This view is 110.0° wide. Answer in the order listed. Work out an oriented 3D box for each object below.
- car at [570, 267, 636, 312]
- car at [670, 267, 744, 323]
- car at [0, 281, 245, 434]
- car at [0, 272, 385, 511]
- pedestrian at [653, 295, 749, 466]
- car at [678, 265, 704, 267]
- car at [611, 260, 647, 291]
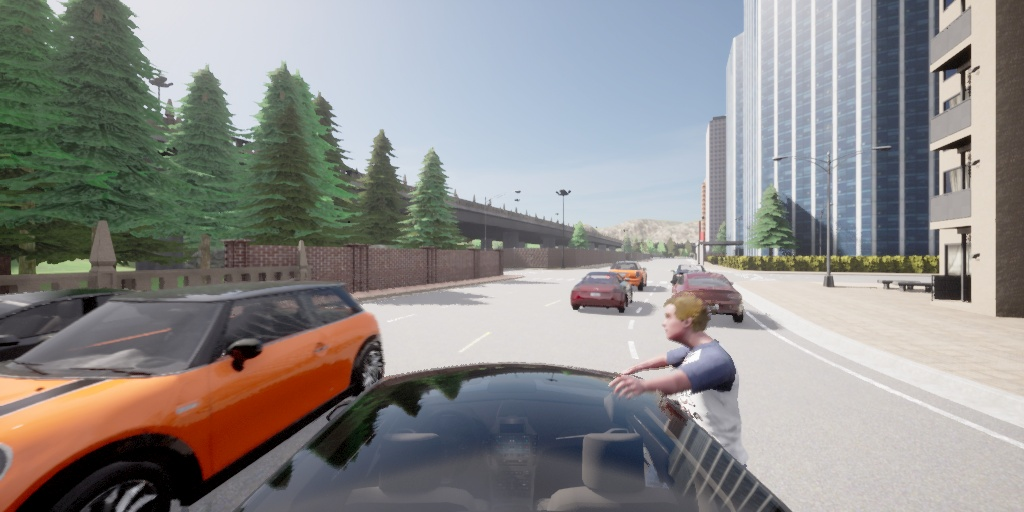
[{"bbox_3d":[3.686,1.311,14.361,1.994,1.385,4.181,0,0,22],"label":"car"},{"bbox_3d":[6.499,1.272,12.223,1.812,1.442,4.674,0,0,22],"label":"car"},{"bbox_3d":[-6.545,1.255,4.820,1.837,1.490,4.892,-1,0,8],"label":"car"},{"bbox_3d":[-3.185,1.101,3.605,2.097,1.767,4.553,0,0,7],"label":"car"},{"bbox_3d":[1.070,1.068,1.862,0.375,1.860,0.375,-6,0,-2],"label":"pedestrian"},{"bbox_3d":[10.406,1.237,20.933,2.128,1.511,4.902,0,0,25],"label":"car"},{"bbox_3d":[7.162,1.097,22.266,2.097,1.767,4.553,0,0,24],"label":"car"}]
